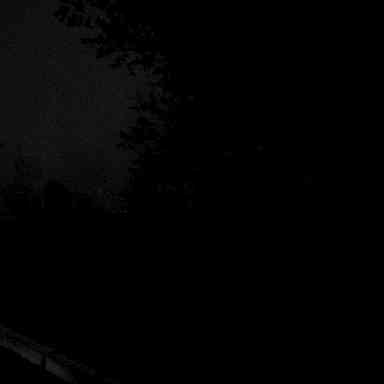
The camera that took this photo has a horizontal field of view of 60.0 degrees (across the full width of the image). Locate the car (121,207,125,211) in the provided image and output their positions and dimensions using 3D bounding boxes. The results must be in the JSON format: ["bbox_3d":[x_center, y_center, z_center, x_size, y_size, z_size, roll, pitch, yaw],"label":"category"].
[{"bbox_3d":[-12.182,3.039,66.291,1.812,1.442,4.674,-4,-2,32],"label":"car"}]
